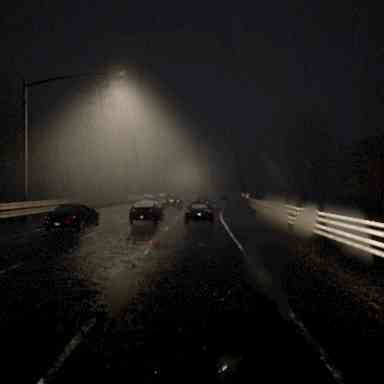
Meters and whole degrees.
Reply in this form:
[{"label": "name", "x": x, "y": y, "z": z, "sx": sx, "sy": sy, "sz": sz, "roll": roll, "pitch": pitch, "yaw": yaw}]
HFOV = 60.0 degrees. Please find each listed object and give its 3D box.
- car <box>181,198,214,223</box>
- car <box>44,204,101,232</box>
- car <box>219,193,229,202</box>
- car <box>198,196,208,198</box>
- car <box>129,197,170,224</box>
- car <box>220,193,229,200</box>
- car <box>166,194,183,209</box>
[{"label": "car", "x": 0.534, "y": 1.393, "z": 23.539, "sx": 1.994, "sy": 1.385, "sz": 4.181, "roll": 0, "pitch": 0, "yaw": 2}, {"label": "car", "x": -6.614, "y": 1.385, "z": 18.754, "sx": 1.812, "sy": 1.442, "sz": 4.674, "roll": 0, "pitch": 0, "yaw": 1}, {"label": "car", "x": 6.087, "y": 1.082, "z": 63.380, "sx": 1.837, "sy": 1.490, "sz": 4.892, "roll": 0, "pitch": 0, "yaw": 7}, {"label": "car", "x": 1.327, "y": 1.256, "z": 41.622, "sx": 2.033, "sy": 1.411, "sz": 5.357, "roll": 0, "pitch": 0, "yaw": 3}, {"label": "car", "x": -2.994, "y": 1.324, "z": 22.769, "sx": 2.128, "sy": 1.511, "sz": 4.902, "roll": 0, "pitch": 0, "yaw": 2}, {"label": "car", "x": 6.992, "y": 0.925, "z": 71.729, "sx": 1.994, "sy": 1.385, "sz": 4.181, "roll": 0, "pitch": 0, "yaw": 5}, {"label": "car", "x": -2.258, "y": 1.068, "z": 40.033, "sx": 2.097, "sy": 1.767, "sz": 4.553, "roll": 0, "pitch": 0, "yaw": 3}]
